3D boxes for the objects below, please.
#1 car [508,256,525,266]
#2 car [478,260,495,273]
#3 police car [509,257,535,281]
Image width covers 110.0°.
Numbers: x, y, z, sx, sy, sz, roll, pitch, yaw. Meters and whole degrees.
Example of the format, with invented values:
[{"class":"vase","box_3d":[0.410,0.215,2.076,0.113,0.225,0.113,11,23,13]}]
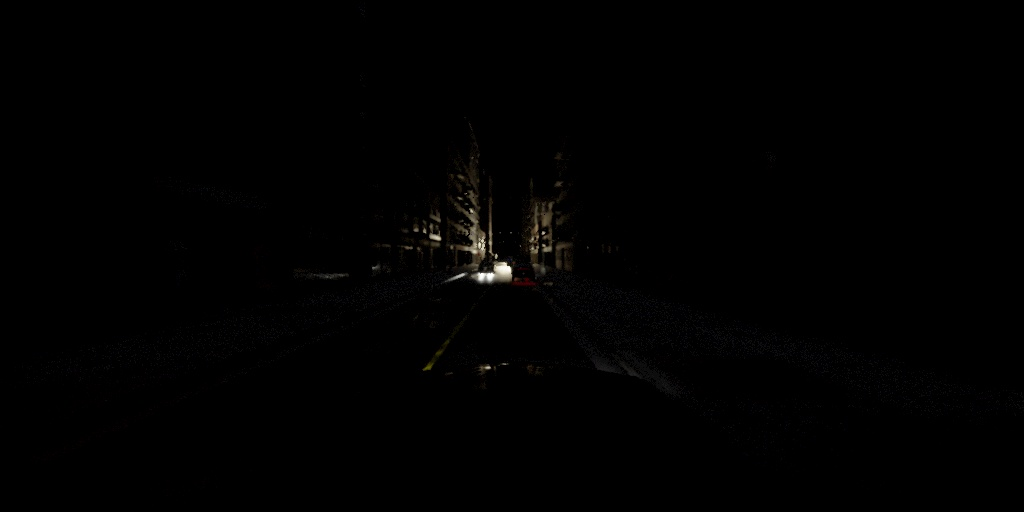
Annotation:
[{"class":"car","box_3d":[0.906,1.004,46.134,2.150,2.045,5.566,0,0,0]},{"class":"car","box_3d":[-3.074,1.267,43.692,2.128,1.511,4.902,0,0,0]},{"class":"police car","box_3d":[0.903,1.183,30.212,1.930,1.638,5.238,0,0,0]}]
